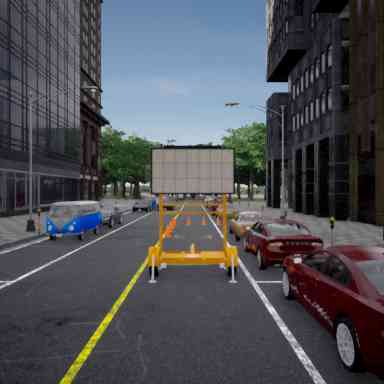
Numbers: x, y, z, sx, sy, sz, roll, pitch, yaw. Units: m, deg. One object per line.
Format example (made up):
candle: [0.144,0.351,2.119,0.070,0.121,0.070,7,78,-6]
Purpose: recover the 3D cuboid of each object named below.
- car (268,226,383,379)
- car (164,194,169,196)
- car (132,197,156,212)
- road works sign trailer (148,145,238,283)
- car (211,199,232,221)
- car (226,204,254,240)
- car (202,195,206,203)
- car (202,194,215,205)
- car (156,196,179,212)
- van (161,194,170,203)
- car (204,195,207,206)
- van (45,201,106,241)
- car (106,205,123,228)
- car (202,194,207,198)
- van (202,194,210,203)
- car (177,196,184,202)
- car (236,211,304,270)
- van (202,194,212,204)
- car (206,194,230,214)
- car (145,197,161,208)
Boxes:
car: [2.777,1.544,5.490,1.887,1.381,4.507,0,0,0]
car: [-5.600,1.540,59.719,1.752,1.417,4.829,0,0,0]
car: [-5.659,1.571,38.139,1.947,1.339,4.313,0,0,0]
road works sign trailer: [0.026,0.464,9.640,2.380,3.560,2.880,0,0,0]
car: [2.837,1.527,27.410,1.752,1.417,4.829,0,0,0]
car: [2.807,1.526,16.535,1.752,1.417,4.829,0,0,0]
car: [2.896,1.554,48.990,1.887,1.381,4.507,0,0,0]
car: [2.926,1.330,59.866,2.192,1.841,5.009,0,0,0]
car: [-2.990,1.552,39.101,2.033,1.411,5.357,0,0,0]
van: [-5.569,1.363,70.764,1.690,1.788,3.998,0,0,0]
car: [2.882,1.532,43.722,1.752,1.417,4.829,0,0,0]
van: [-5.719,1.341,16.389,1.690,1.788,3.998,0,0,0]
car: [-5.704,1.552,21.826,2.008,1.369,4.403,0,0,0]
car: [2.911,1.452,54.428,1.967,1.590,4.097,0,0,0]
van: [2.956,1.363,70.740,1.690,1.788,3.998,0,0,0]
car: [-2.794,1.597,74.617,1.895,1.301,4.718,0,0,0]
car: [2.792,1.545,10.927,1.887,1.381,4.507,0,0,0]
van: [2.941,1.360,65.303,1.690,1.788,3.998,0,0,0]
car: [2.851,1.318,32.678,2.192,1.841,5.009,0,0,0]
car: [-5.630,1.534,48.844,1.752,1.417,4.829,0,0,0]
